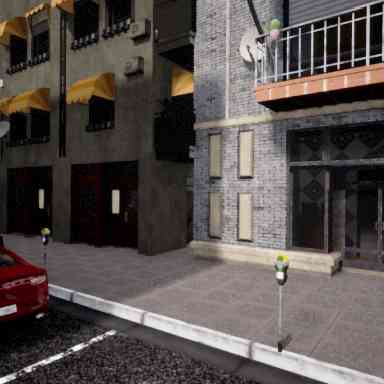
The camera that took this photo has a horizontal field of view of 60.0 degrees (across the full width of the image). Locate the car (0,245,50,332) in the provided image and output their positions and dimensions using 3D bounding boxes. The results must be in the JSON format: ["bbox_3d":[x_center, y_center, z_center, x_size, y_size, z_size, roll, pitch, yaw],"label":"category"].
[{"bbox_3d":[-4.421,1.544,6.028,4.507,1.381,1.887,0,1,36],"label":"car"}]
